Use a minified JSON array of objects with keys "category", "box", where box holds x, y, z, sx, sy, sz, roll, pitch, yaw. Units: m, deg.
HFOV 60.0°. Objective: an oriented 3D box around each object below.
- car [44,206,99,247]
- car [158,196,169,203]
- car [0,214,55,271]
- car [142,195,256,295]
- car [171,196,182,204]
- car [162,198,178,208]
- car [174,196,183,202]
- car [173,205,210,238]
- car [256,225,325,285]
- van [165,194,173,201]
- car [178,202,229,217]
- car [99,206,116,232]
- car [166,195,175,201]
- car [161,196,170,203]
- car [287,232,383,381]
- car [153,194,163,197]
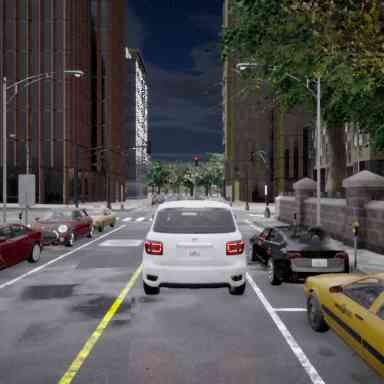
[{"category":"car","box":[-5.778,1.441,14.709,1.967,1.590,4.097,0,0,0]},{"category":"car","box":[-5.827,1.602,68.448,1.802,1.307,4.206,0,0,0]},{"category":"car","box":[-5.773,1.545,9.252,1.887,1.381,4.507,0,0,0]},{"category":"car","box":[0.058,1.222,8.852,2.150,2.045,5.566,0,0,0]},{"category":"car","box":[-3.084,1.583,67.007,1.994,1.385,4.181,0,0,1]},{"category":"car","box":[-3.140,1.574,48.138,1.994,1.385,4.181,0,0,0]},{"category":"car","box":[-3.072,1.559,77.346,2.033,1.411,5.357,0,0,0]},{"category":"car","box":[0.006,1.527,18.496,1.812,1.442,4.674,0,0,0]},{"category":"car","box":[2.752,1.566,9.261,1.947,1.339,4.313,0,0,0]},{"category":"van","box":[-5.842,1.372,84.761,1.690,1.788,3.998,0,0,0]},{"category":"car","box":[1.080,1.653,31.665,4.718,1.301,1.895,1,0,0]},{"category":"car","box":[-5.783,1.527,19.995,1.752,1.417,4.829,0,0,0]},{"category":"car","box":[-5.847,1.586,90.199,2.008,1.369,4.403,0,0,0]},{"category":"car","box":[-5.832,1.549,73.716,1.752,1.417,4.829,0,0,0]},{"category":"car","box":[2.757,1.525,3.975,1.752,1.417,4.829,0,0,0]},{"category":"car","box":[-5.817,1.329,57.573,2.192,1.841,5.009,0,0,0]}]
